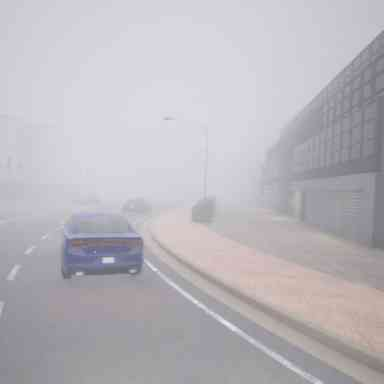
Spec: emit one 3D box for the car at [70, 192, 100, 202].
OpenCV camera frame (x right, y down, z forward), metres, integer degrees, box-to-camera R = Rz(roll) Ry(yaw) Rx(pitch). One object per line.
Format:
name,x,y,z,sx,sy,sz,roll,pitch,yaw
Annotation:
car,-11.455,0.740,36.013,1.812,1.442,4.674,3,0,5

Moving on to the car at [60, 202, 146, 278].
car,-2.721,1.282,9.583,1.882,1.535,5.008,2,1,-21

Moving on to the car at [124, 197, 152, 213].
car,-4.732,1.141,29.295,1.994,1.385,4.181,3,0,3
